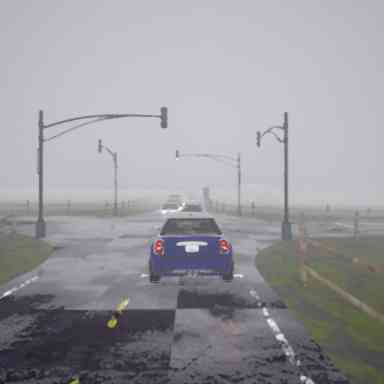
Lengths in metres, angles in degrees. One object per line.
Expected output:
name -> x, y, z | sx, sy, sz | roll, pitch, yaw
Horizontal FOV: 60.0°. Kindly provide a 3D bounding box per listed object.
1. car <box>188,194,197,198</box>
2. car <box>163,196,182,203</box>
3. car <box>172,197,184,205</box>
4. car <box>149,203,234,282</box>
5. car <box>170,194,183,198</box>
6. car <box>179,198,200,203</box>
car -> 0.161, 1.420, 85.211 | 2.150, 2.045, 5.566 | 0, 0, 0
car -> -2.825, 1.661, 44.508 | 1.994, 1.385, 4.181 | 0, 0, 0
car -> -2.668, 1.692, 64.640 | 2.033, 1.411, 5.357 | 0, 0, 0
car -> -0.122, 1.373, 10.028 | 2.097, 1.767, 4.553 | 0, 0, -3
car -> -2.726, 1.341, 53.973 | 2.150, 2.045, 5.566 | 0, 0, 0
car -> 0.087, 1.596, 29.453 | 1.837, 1.490, 4.892 | 1, 0, 0
